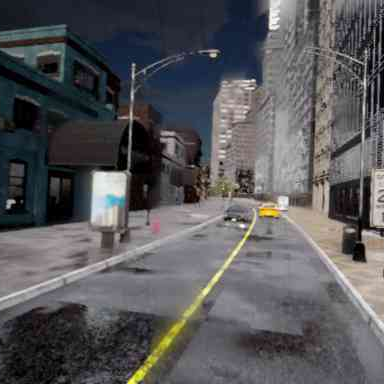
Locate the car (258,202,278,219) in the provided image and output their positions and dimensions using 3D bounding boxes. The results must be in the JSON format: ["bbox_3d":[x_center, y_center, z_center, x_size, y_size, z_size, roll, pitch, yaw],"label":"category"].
[{"bbox_3d":[8.242,2.012,35.759,1.882,1.535,5.008,2,0,12],"label":"car"}]

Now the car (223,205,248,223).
[{"bbox_3d":[3.920,1.870,29.142,2.033,1.411,5.357,2,0,12],"label":"car"}]

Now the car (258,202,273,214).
[{"bbox_3d":[10.460,2.212,47.721,1.812,1.442,4.674,2,0,10],"label":"car"}]
